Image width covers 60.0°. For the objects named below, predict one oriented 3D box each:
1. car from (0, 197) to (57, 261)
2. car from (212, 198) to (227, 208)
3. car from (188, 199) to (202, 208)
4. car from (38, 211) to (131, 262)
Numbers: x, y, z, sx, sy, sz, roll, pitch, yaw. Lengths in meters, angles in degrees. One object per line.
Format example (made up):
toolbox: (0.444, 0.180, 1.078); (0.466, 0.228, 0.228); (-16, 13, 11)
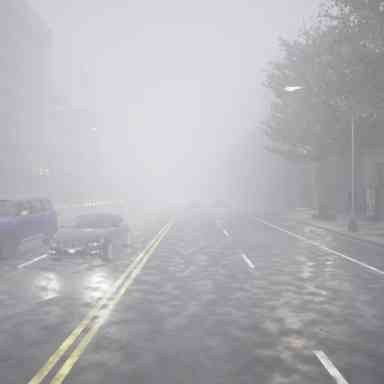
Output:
car: (-7.008, 1.221, 12.619); (2.150, 2.045, 5.566); (0, 0, 1)
car: (3.911, 1.564, 47.306); (1.994, 1.385, 4.181); (0, 0, 0)
car: (0.420, 1.601, 48.240); (1.895, 1.301, 4.718); (0, 0, 0)
car: (-3.506, 1.506, 12.205); (1.837, 1.490, 4.892); (0, 0, 1)
